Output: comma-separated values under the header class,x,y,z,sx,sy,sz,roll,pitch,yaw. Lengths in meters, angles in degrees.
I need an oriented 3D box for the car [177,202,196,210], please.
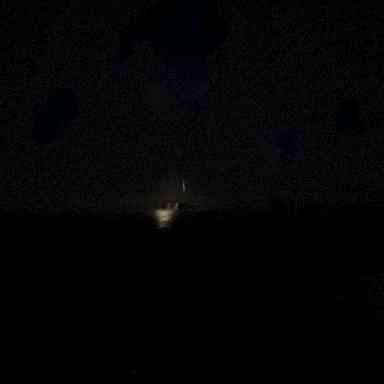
class,x,y,z,sx,sy,sz,roll,pitch,yaw
car,-1.126,2.850,67.060,1.837,1.490,4.892,0,-3,-38
